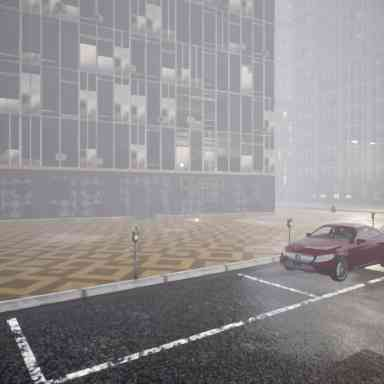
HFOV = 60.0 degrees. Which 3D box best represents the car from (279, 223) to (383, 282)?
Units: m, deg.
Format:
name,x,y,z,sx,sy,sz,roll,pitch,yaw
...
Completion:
name,x,y,z,sx,sy,sz,roll,pitch,yaw
car,4.383,1.579,9.697,4.206,1.307,1.802,0,0,-36
